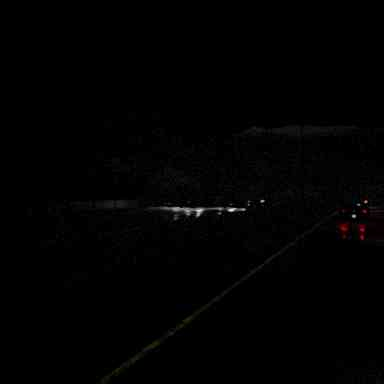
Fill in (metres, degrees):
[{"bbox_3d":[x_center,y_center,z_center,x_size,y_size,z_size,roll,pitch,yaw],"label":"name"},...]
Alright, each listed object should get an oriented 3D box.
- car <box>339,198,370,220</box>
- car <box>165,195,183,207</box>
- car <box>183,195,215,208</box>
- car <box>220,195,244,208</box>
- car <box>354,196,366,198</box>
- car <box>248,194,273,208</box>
[{"bbox_3d":[12.155,1.342,24.758,1.895,1.301,4.718,0,0,28],"label":"car"},{"bbox_3d":[-1.691,1.183,43.857,1.837,1.490,4.892,0,0,28],"label":"car"},{"bbox_3d":[1.253,1.160,41.938,1.882,1.535,5.008,0,0,28],"label":"car"},{"bbox_3d":[5.109,1.189,41.725,1.837,1.490,4.892,0,0,28],"label":"car"},{"bbox_3d":[19.287,1.218,38.219,1.812,1.442,4.674,0,0,28],"label":"car"},{"bbox_3d":[8.351,1.037,40.363,2.097,1.767,4.553,0,0,28],"label":"car"}]
